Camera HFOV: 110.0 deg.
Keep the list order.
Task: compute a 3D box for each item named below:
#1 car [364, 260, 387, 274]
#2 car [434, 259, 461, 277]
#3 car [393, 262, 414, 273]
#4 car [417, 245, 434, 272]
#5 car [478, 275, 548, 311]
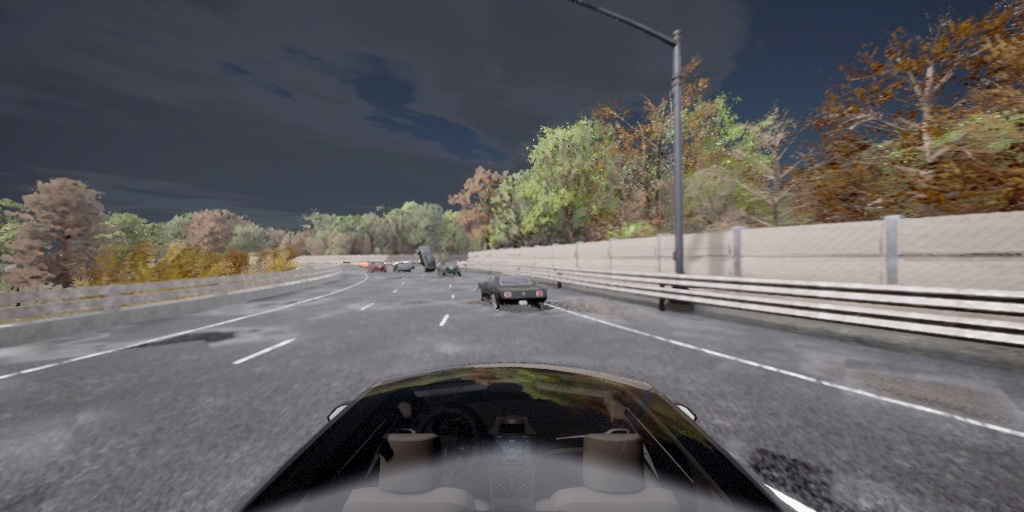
[{"bbox_3d":[-19.296,1.543,51.245,2.097,1.767,4.553,0,0,-30],"label":"car"},{"bbox_3d":[-7.338,1.386,41.203,2.097,1.767,4.553,0,0,-20],"label":"car"},{"bbox_3d":[-16.280,1.740,53.021,1.994,1.385,4.181,0,0,-30],"label":"car"},{"bbox_3d":[-12.305,0.299,52.444,1.994,4.181,1.385,-10,-16,-45],"label":"car"},{"bbox_3d":[-0.180,1.428,15.124,1.895,1.301,4.718,0,0,-16],"label":"car"}]
